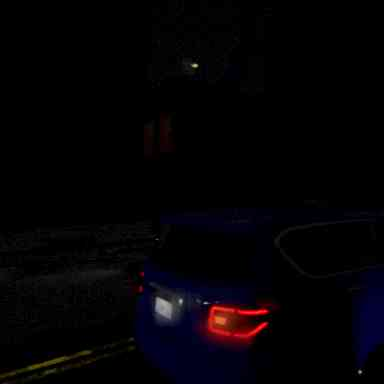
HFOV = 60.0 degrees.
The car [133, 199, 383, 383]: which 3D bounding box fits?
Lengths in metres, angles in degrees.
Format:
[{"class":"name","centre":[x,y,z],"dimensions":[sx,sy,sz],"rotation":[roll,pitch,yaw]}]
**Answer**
[{"class":"car","centre":[1.911,1.216,4.792],"dimensions":[5.566,2.045,2.150],"rotation":[0,0,-35]}]

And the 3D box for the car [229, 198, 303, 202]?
[{"class":"car","centre":[1.618,1.212,8.813],"dimensions":[5.566,2.045,2.150],"rotation":[0,0,-35]}]
